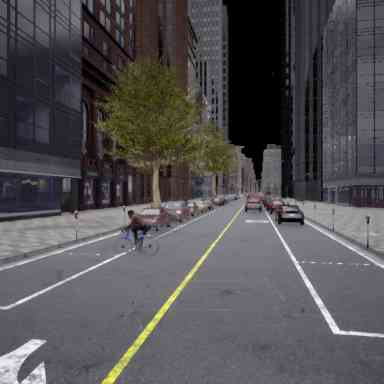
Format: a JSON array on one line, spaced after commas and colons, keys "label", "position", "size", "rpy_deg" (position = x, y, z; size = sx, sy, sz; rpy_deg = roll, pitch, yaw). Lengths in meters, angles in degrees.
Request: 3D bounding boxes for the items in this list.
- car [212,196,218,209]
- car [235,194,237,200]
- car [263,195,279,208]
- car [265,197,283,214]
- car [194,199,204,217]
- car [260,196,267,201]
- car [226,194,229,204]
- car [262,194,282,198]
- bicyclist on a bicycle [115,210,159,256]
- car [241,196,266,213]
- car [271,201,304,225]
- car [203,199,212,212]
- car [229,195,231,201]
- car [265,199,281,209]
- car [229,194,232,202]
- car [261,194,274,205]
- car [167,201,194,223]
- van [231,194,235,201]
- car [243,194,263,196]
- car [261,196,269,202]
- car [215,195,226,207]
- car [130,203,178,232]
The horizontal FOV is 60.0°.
[{"label": "car", "position": [1.758, 1.605, 42.334], "size": [1.947, 1.339, 4.313], "rpy_deg": [0, 0, 11]}, {"label": "car", "position": [10.049, 1.607, 86.681], "size": [1.967, 1.590, 4.097], "rpy_deg": [0, 0, 11]}, {"label": "car", "position": [12.210, 1.379, 51.846], "size": [2.192, 1.841, 5.009], "rpy_deg": [0, 0, 11]}, {"label": "car", "position": [9.100, 1.574, 35.217], "size": [1.887, 1.381, 4.507], "rpy_deg": [0, 0, 11]}, {"label": "car", "position": [-0.315, 1.602, 31.247], "size": [1.802, 1.307, 4.206], "rpy_deg": [0, 0, 11]}, {"label": "car", "position": [19.463, 1.735, 90.645], "size": [1.887, 1.381, 4.507], "rpy_deg": [0, 0, 11]}, {"label": "car", "position": [4.868, 1.390, 58.964], "size": [2.192, 1.841, 5.009], "rpy_deg": [0, 0, 11]}, {"label": "car", "position": [10.137, 1.355, 40.761], "size": [2.192, 1.841, 5.009], "rpy_deg": [0, 0, 11]}, {"label": "bicyclist on a bicycle", "position": [-1.971, 1.457, 11.688], "size": [1.656, 1.620, 0.582], "rpy_deg": [-2, 0, 11]}, {"label": "car", "position": [7.076, 1.526, 38.373], "size": [2.128, 1.511, 4.902], "rpy_deg": [0, 0, 11]}, {"label": "car", "position": [7.028, 1.579, 24.131], "size": [1.947, 1.339, 4.313], "rpy_deg": [0, 0, 11]}, {"label": "car", "position": [0.691, 1.554, 36.622], "size": [1.752, 1.417, 4.829], "rpy_deg": [0, 0, 11]}, {"label": "car", "position": [5.904, 1.653, 64.508], "size": [1.947, 1.339, 4.313], "rpy_deg": [0, 0, 11]}, {"label": "car", "position": [11.173, 1.617, 46.302], "size": [1.947, 1.339, 4.313], "rpy_deg": [0, 0, 11]}, {"label": "car", "position": [6.940, 1.683, 70.050], "size": [1.802, 1.307, 4.206], "rpy_deg": [0, 0, 11]}, {"label": "car", "position": [14.283, 1.403, 62.932], "size": [2.192, 1.841, 5.009], "rpy_deg": [0, 0, 11]}, {"label": "car", "position": [-1.351, 1.453, 25.703], "size": [1.967, 1.590, 4.097], "rpy_deg": [0, 0, 11]}, {"label": "van", "position": [9.012, 1.484, 81.138], "size": [1.690, 1.788, 3.998], "rpy_deg": [0, 0, 11]}, {"label": "car", "position": [8.967, 1.276, 48.476], "size": [2.150, 2.045, 5.566], "rpy_deg": [0, 0, 11]}, {"label": "car", "position": [17.390, 1.726, 79.558], "size": [1.802, 1.307, 4.206], "rpy_deg": [0, 0, 11]}, {"label": "car", "position": [3.831, 1.608, 53.420], "size": [1.887, 1.381, 4.507], "rpy_deg": [0, 0, 11]}, {"label": "car", "position": [-2.387, 1.589, 20.160], "size": [1.802, 1.307, 4.206], "rpy_deg": [0, 0, 11]}]
